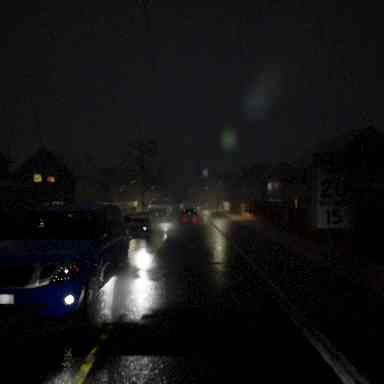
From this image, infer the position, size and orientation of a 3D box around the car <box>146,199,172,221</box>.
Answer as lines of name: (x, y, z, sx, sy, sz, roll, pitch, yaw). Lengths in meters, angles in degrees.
car: (-3.053, 1.647, 31.742, 2.150, 2.045, 5.566, 0, -1, 0)

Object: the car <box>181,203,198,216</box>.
car: (-0.279, 2.158, 39.721, 1.895, 1.301, 4.718, 0, -1, 0)

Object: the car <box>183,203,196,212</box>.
car: (-0.389, 2.350, 50.471, 1.895, 1.301, 4.718, 0, -1, -1)

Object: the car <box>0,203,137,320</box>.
car: (-2.896, 1.317, 7.852, 2.150, 2.045, 5.566, 0, -1, -1)

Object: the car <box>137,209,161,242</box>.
car: (-2.967, 1.822, 17.847, 1.895, 1.301, 4.718, 0, -1, 0)
